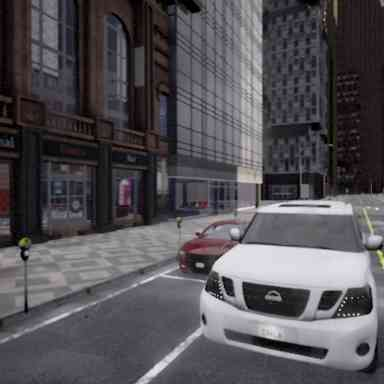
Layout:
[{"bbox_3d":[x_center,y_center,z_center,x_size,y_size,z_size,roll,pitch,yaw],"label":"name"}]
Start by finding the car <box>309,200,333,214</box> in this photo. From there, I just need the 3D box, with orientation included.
[{"bbox_3d":[13.809,1.542,35.403,1.947,1.339,4.313,0,0,27],"label":"car"}]

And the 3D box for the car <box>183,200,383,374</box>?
[{"bbox_3d":[2.125,1.221,6.215,2.150,2.045,5.566,0,0,26],"label":"car"}]

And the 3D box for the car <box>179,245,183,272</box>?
[{"bbox_3d":[1.200,1.543,10.128,1.887,1.381,4.507,0,0,27],"label":"car"}]

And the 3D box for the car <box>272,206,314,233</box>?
[{"bbox_3d":[6.244,1.576,20.238,1.802,1.307,4.206,0,0,27],"label":"car"}]
